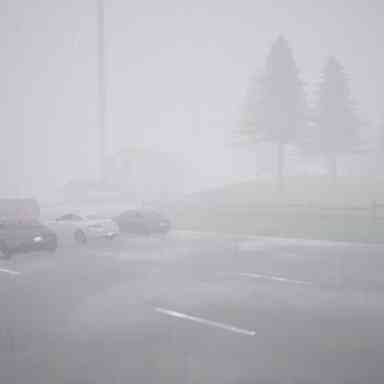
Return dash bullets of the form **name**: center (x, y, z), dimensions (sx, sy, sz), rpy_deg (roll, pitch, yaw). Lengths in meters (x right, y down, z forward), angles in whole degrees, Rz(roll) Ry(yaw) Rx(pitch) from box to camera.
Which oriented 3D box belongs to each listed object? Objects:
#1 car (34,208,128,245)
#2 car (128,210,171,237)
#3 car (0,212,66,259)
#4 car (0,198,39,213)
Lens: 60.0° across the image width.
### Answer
- **car**: center (-5.590, 1.680, 16.479), dimensions (4.674, 1.442, 1.812), rpy_deg (0, 0, 36)
- **car**: center (-3.218, 1.715, 19.082), dimensions (4.181, 1.385, 1.994), rpy_deg (-1, 0, 36)
- **car**: center (-7.283, 1.715, 13.383), dimensions (4.181, 1.385, 1.994), rpy_deg (-1, 0, 36)
- **car**: center (-14.714, 1.531, 27.269), dimensions (5.566, 2.045, 2.150), rpy_deg (0, 0, 36)
